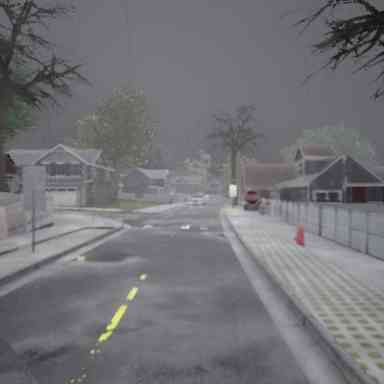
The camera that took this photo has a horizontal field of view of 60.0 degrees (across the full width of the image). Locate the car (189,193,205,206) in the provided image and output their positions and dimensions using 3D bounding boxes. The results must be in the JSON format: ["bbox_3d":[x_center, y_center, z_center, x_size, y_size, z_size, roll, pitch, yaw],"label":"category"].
[{"bbox_3d":[0.891,1.275,54.681,2.150,2.045,5.566,0,2,8],"label":"car"}]
